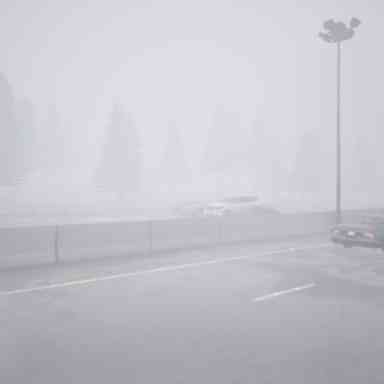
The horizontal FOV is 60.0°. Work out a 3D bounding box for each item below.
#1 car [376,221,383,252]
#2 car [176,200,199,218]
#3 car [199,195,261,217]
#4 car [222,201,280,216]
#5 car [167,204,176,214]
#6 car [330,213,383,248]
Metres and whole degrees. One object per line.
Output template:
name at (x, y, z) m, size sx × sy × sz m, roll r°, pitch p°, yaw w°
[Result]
car at (7.081, 1.531, 8.798) m, size 4.892 × 1.490 × 1.837 m, roll 0°, pitch 0°, yaw -36°
car at (1.204, 1.570, 30.645) m, size 4.674 × 1.442 × 1.812 m, roll 0°, pitch 0°, yaw -35°
car at (3.641, 1.267, 28.085) m, size 5.566 × 2.045 × 2.150 m, roll 0°, pitch 0°, yaw -35°
car at (4.647, 1.607, 24.502) m, size 4.181 × 1.385 × 1.994 m, roll 0°, pitch 0°, yaw -35°
car at (-0.182, 1.538, 33.953) m, size 4.902 × 1.511 × 2.128 m, roll 0°, pitch 0°, yaw -35°
car at (7.903, 1.582, 13.685) m, size 5.357 × 1.411 × 2.033 m, roll 0°, pitch 0°, yaw -36°
